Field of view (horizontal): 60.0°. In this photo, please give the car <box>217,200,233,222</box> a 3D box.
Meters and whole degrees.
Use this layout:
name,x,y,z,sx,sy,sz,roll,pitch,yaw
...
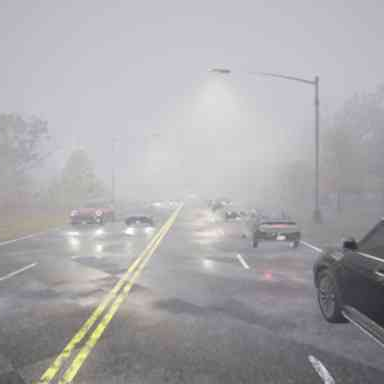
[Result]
name,x,y,z,sx,sy,sz,roll,pitch,yaw
car,3.244,1.538,25.639,1.895,1.301,4.718,0,0,0

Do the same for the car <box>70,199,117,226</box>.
name,x,y,z,sx,sy,sz,roll,pitch,yaw
car,-6.603,1.304,22.610,2.097,1.767,4.553,0,0,0

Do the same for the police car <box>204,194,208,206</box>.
name,x,y,z,sx,sy,sz,roll,pitch,yaw
police car,3.175,1.273,47.725,1.930,1.638,5.238,0,0,0

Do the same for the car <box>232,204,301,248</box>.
name,x,y,z,sx,sy,sz,roll,pitch,yaw
car,3.255,1.457,14.589,2.128,1.511,4.902,0,0,0

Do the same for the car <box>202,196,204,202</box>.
name,x,y,z,sx,sy,sz,roll,pitch,yaw
car,3.137,1.330,58.619,1.812,1.442,4.674,0,0,0

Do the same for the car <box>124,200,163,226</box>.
name,x,y,z,sx,sy,sz,roll,pitch,yaw
car,-3.354,1.497,23.264,2.033,1.411,5.357,0,0,0

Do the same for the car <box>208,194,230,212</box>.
name,x,y,z,sx,sy,sz,roll,pitch,yaw
car,3.210,1.249,36.580,2.097,1.767,4.553,0,0,0

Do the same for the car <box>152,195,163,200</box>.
name,x,y,z,sx,sy,sz,roll,pitch,yaw
car,-6.646,1.291,64.544,2.128,1.511,4.902,0,0,0

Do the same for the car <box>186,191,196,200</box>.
name,x,y,z,sx,sy,sz,roll,pitch,yaw
car,-0.182,0.789,80.248,2.150,2.045,5.566,0,0,0

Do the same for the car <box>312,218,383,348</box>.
name,x,y,z,sx,sy,sz,roll,pitch,yaw
car,3.356,1.213,3.966,2.150,2.045,5.566,0,0,0

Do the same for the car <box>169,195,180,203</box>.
name,x,y,z,sx,sy,sz,roll,pitch,yaw
car,-3.401,1.294,64.020,2.128,1.511,4.902,0,0,0

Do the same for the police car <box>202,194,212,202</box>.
name,x,y,z,sx,sy,sz,roll,pitch,yaw
police car,3.102,1.257,69.623,2.038,1.542,4.974,0,0,0
